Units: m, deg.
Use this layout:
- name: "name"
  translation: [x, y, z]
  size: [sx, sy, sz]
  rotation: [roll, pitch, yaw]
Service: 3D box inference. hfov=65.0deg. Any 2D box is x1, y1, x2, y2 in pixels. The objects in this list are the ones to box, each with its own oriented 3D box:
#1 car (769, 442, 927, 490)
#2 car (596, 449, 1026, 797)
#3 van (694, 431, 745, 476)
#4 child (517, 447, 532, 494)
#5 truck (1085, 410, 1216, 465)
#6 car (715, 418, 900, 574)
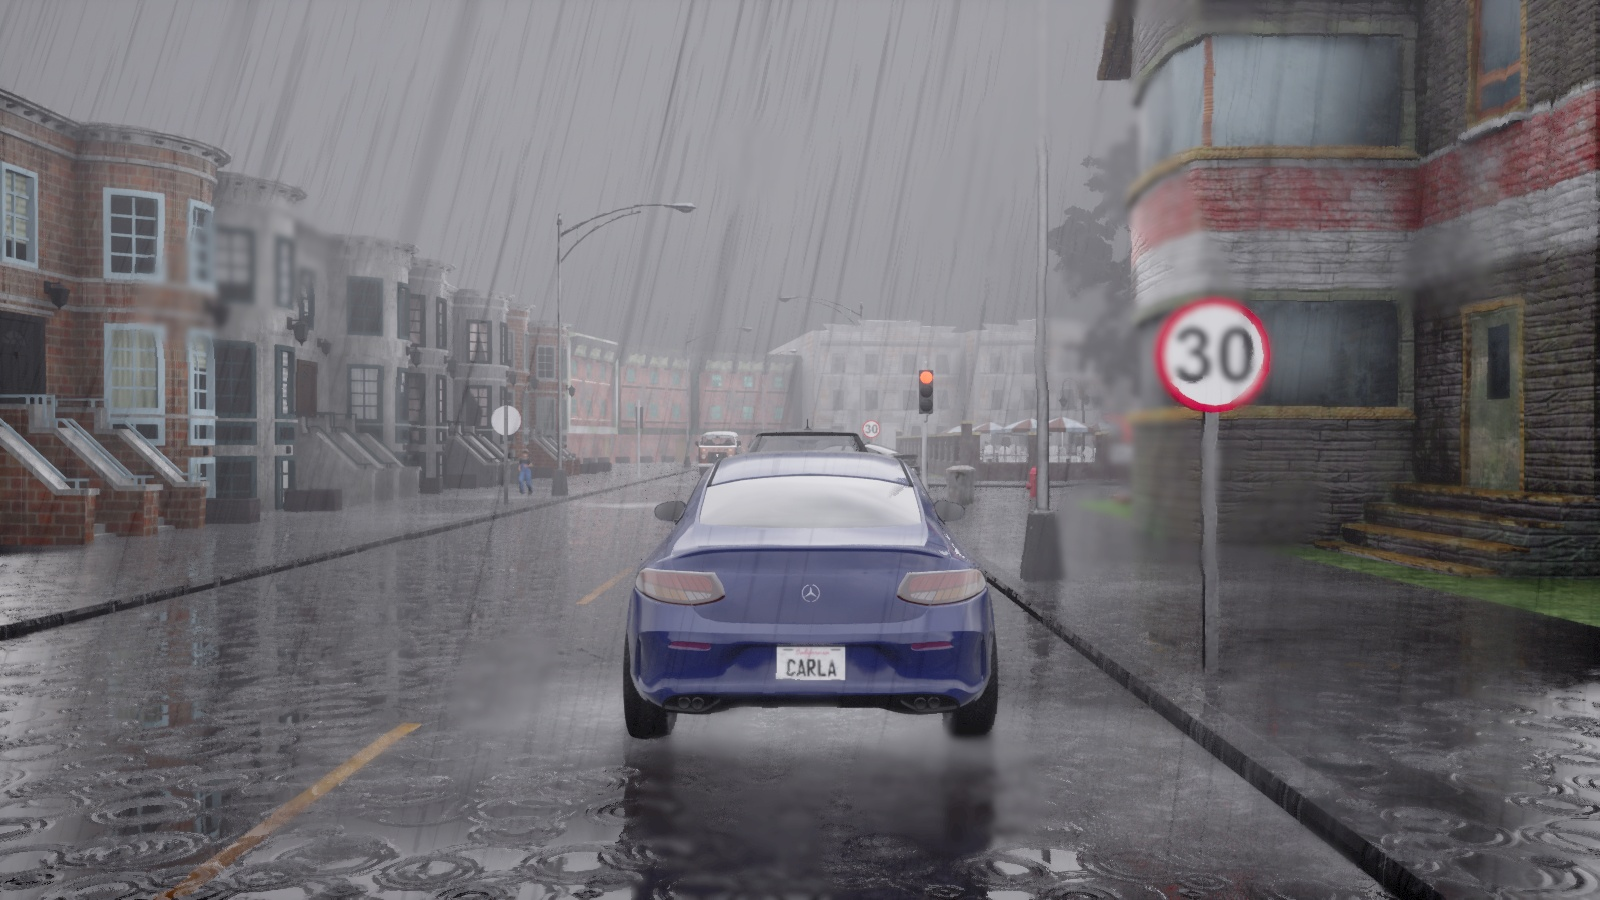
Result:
- name: "car"
  translation: [1.560, 0.490, 41.627]
  size: [5.008, 1.535, 1.882]
  rotation: [0, 0, 35]
- name: "car"
  translation: [0.058, 0.729, 7.638]
  size: [1.812, 1.442, 4.674]
  rotation: [0, 0, 0]
- name: "van"
  translation: [-3.687, 0.138, 58.264]
  size: [2.069, 2.038, 4.480]
  rotation: [0, 0, 0]
- name: "child"
  translation: [-7.385, 0.540, 33.711]
  size: [0.270, 1.263, 0.437]
  rotation: [0, 0, 6]
- name: "truck"
  translation: [24.797, -0.901, 89.066]
  size: [8.468, 3.827, 2.891]
  rotation: [0, 0, 0]
- name: "car"
  translation: [0.102, 0.512, 16.547]
  size: [2.097, 1.767, 4.553]
  rotation: [0, 0, 0]
